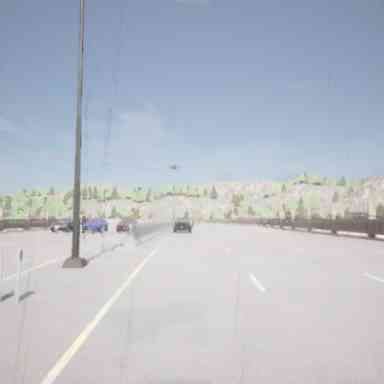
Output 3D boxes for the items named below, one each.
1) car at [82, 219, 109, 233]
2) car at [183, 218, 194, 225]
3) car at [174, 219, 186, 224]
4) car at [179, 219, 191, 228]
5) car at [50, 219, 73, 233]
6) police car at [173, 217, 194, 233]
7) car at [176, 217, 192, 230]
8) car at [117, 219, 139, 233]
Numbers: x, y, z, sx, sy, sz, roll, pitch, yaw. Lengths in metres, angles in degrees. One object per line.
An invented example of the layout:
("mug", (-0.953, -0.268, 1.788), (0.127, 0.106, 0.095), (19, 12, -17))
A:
("car", (-10.599, 3.693, 36.951), (1.882, 1.535, 5.008), (0, -4, 0))
("car", (-0.717, 6.288, 71.074), (1.812, 1.442, 4.674), (1, -5, -8))
("car", (-3.053, 7.366, 83.673), (1.895, 1.301, 4.718), (1, -5, -16))
("car", (-1.070, 5.040, 53.320), (1.812, 1.442, 4.674), (0, -5, 0))
("car", (-14.098, 3.718, 37.114), (2.128, 1.511, 4.902), (0, -4, 0))
("police car", (-1.064, 3.683, 37.488), (1.930, 1.638, 5.238), (0, -5, 0))
("car", (-1.068, 4.389, 47.323), (2.097, 1.767, 4.553), (0, -5, 0))
("car", (-7.099, 3.726, 37.367), (1.882, 1.535, 5.008), (0, -4, 0))
